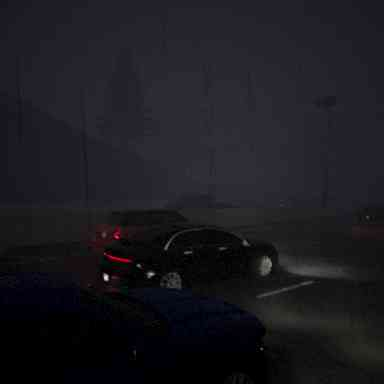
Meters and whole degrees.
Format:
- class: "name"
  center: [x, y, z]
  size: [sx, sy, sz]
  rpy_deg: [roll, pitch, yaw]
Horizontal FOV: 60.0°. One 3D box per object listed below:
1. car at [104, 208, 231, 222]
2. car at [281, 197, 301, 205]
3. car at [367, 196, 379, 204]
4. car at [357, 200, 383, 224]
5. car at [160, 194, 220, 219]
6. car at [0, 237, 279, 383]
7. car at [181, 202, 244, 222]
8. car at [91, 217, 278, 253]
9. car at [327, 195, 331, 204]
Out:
- class: "car"
  center: [-1.096, 1.368, 11.808]
  size: [4.553, 1.767, 2.097]
  rpy_deg: [0, 0, -37]
- class: "car"
  center: [17.791, 1.632, 59.631]
  size: [1.994, 1.385, 4.181]
  rpy_deg: [0, 0, 39]
- class: "car"
  center: [37.549, 1.549, 69.044]
  size: [1.882, 1.535, 5.008]
  rpy_deg: [0, 0, 33]
- class: "car"
  center: [13.832, 1.517, 24.420]
  size: [4.902, 1.511, 2.128]
  rpy_deg: [0, 0, -43]
- class: "car"
  center: [-0.064, 1.262, 30.957]
  size: [5.566, 2.045, 2.150]
  rpy_deg: [0, 0, -41]
- class: "car"
  center: [-1.475, 1.482, 2.786]
  size: [5.008, 1.535, 1.882]
  rpy_deg: [0, 0, -36]
- class: "car"
  center: [1.815, 1.583, 27.943]
  size: [5.357, 1.411, 2.033]
  rpy_deg: [0, 0, -41]
- class: "car"
  center: [0.145, 1.516, 8.350]
  size: [4.892, 1.490, 1.837]
  rpy_deg: [0, 0, -37]
- class: "car"
  center: [18.741, 1.401, 44.646]
  size: [2.097, 1.767, 4.553]
  rpy_deg: [0, 0, 42]
